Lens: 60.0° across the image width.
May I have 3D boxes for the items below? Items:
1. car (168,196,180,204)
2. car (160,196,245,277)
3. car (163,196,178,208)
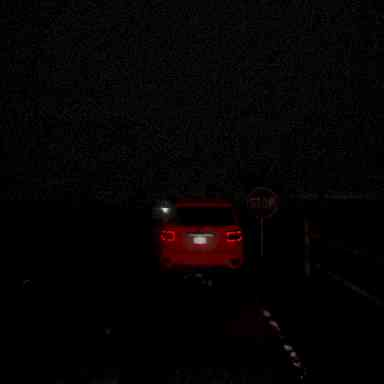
[{"bbox_3d":[-3.337,1.436,62.682,2.033,1.411,5.357,0,0,-2],"label":"car"},{"bbox_3d":[0.470,1.197,10.365,2.150,2.045,5.566,0,0,6],"label":"car"},{"bbox_3d":[-2.930,1.413,46.729,1.837,1.490,4.892,0,0,-1],"label":"car"}]
